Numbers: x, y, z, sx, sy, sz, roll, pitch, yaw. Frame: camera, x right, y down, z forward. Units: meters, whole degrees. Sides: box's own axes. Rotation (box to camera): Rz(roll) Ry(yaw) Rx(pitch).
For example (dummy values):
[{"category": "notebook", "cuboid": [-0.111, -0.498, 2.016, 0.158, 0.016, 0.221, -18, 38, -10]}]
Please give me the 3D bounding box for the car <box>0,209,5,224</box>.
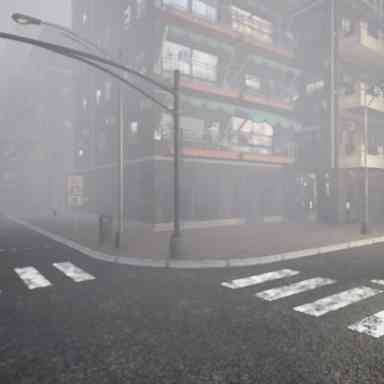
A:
[{"category": "car", "cuboid": [-14.924, 1.552, 24.529, 1.752, 1.417, 4.829, 0, 0, -36]}]
